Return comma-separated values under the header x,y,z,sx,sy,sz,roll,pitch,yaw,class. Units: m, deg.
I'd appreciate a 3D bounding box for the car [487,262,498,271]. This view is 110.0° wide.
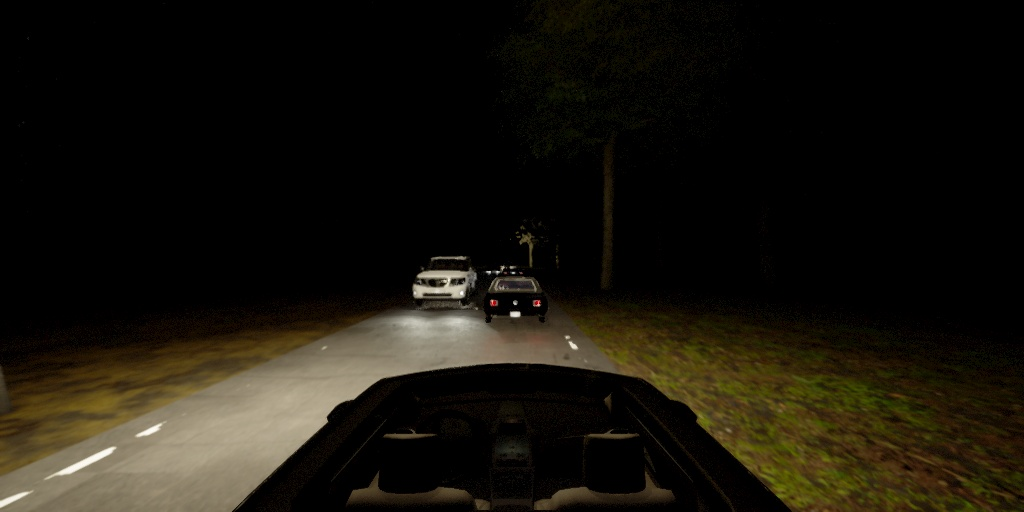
x,y,z,sx,sy,sz,roll,pitch,yaw,class
-2.816,1.638,55.979,2.033,1.411,5.357,0,-1,1,car

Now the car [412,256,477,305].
x,y,z,sx,sy,sz,roll,pitch,yaw,class
-2.854,0.998,16.453,2.150,2.045,5.566,0,0,0,car

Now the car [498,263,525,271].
x,y,z,sx,sy,sz,roll,pitch,yaw,class
0.093,1.386,30.464,2.033,1.411,5.357,0,0,0,car

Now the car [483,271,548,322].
x,y,z,sx,sy,sz,roll,pitch,yaw,class
0.097,1.367,12.367,1.895,1.301,4.718,0,0,0,car
